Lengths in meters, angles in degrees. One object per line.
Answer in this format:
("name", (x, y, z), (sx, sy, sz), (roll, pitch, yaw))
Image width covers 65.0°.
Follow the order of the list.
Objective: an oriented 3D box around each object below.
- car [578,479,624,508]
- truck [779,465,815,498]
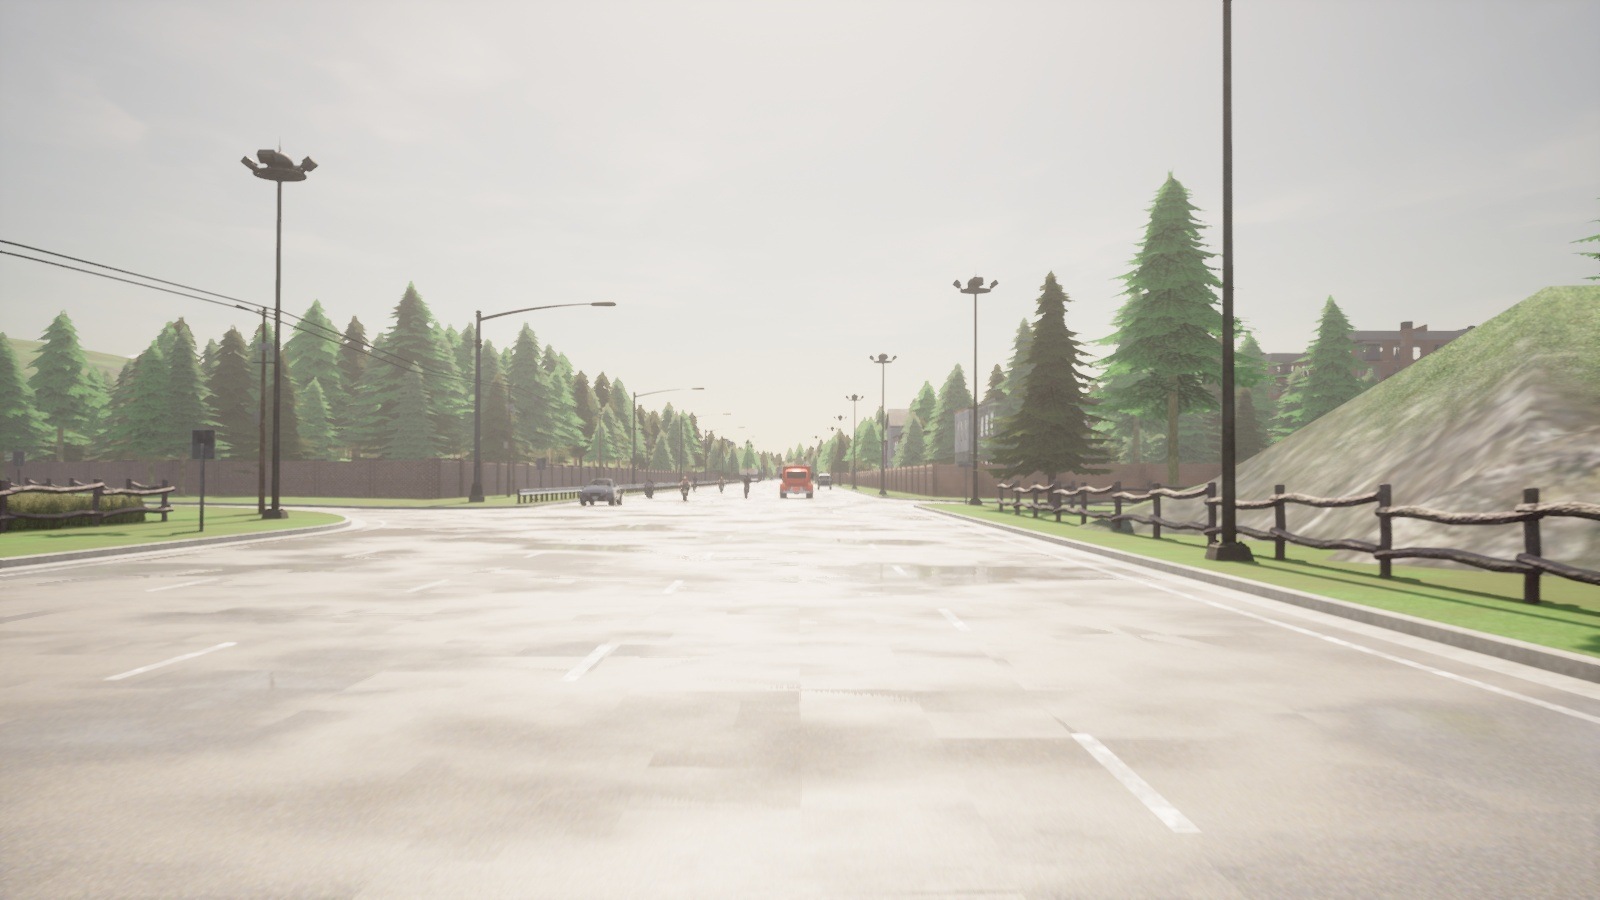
("car", (-10.673, 2.327, 67.438), (1.816, 1.474, 4.193), (0, -1, 0))
("truck", (-0.244, 2.365, 94.488), (2.627, 2.467, 5.204), (0, -1, 0))
